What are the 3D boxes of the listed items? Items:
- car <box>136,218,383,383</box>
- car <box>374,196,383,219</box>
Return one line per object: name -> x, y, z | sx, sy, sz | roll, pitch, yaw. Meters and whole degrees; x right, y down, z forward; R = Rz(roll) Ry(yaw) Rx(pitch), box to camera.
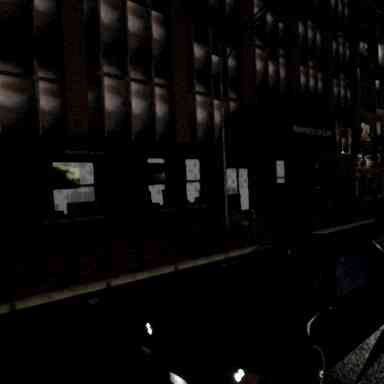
car -> 1.831, 1.413, 5.098 | 5.357, 1.411, 2.033 | -3, 1, -42
car -> 11.128, 0.673, 16.963 | 5.009, 1.841, 2.192 | -3, 0, -41
